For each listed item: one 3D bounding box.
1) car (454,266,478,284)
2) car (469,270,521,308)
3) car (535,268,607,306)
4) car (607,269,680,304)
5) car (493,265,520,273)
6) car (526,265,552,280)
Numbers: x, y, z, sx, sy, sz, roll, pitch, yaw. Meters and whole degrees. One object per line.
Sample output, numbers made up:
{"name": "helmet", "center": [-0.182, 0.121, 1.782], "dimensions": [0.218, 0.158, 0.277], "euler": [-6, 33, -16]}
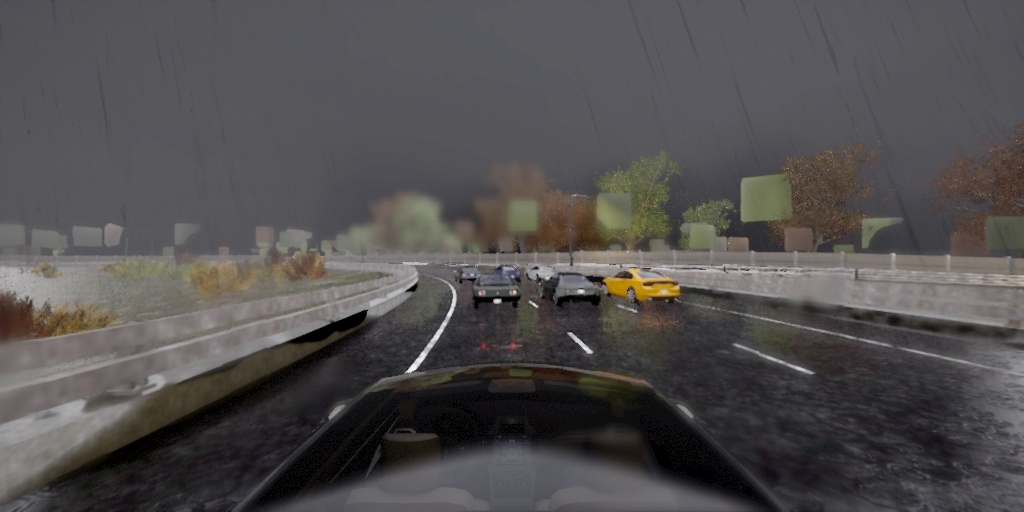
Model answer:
{"name": "car", "center": [-3.853, 1.579, 30.998], "dimensions": [2.033, 1.411, 5.357], "euler": [0, -1, -16]}
{"name": "car", "center": [-0.855, 1.489, 16.181], "dimensions": [1.895, 1.301, 4.718], "euler": [0, -1, -7]}
{"name": "car", "center": [2.589, 1.455, 16.807], "dimensions": [1.994, 1.385, 4.181], "euler": [0, -1, -8]}
{"name": "car", "center": [6.033, 1.372, 17.434], "dimensions": [1.882, 1.535, 5.008], "euler": [0, 0, -8]}
{"name": "car", "center": [-0.592, 1.567, 32.309], "dimensions": [1.812, 1.442, 4.674], "euler": [0, 0, -16]}
{"name": "car", "center": [2.782, 1.573, 33.239], "dimensions": [1.812, 1.442, 4.674], "euler": [0, 0, -16]}
